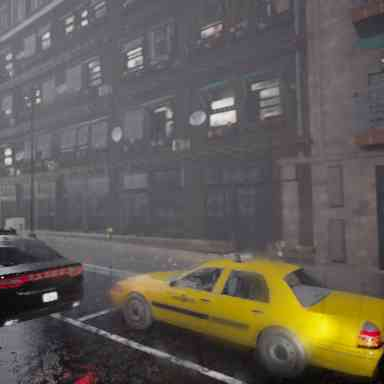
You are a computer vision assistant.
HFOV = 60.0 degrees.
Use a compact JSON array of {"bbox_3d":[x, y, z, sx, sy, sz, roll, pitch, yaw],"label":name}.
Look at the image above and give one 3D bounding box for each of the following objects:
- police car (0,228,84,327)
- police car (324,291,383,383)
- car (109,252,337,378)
[{"bbox_3d":[-4.492,1.618,7.227,5.238,1.638,1.930,-1,-2,37],"label":"police car"},{"bbox_3d":[3.474,1.484,1.173,5.238,1.638,1.930,-1,-2,36],"label":"police car"},{"bbox_3d":[0.634,1.696,5.612,4.829,1.417,1.752,-1,-3,37],"label":"car"}]
